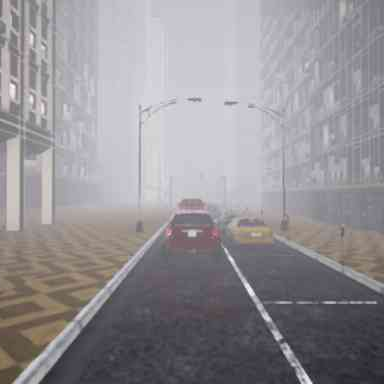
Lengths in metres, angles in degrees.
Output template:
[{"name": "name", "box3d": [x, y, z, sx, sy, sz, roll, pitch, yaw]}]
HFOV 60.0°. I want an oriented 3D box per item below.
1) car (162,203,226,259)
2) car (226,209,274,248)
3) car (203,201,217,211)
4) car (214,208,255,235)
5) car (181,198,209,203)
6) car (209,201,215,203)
[{"name": "car", "box3d": [0.019, 1.491, 13.417, 2.097, 1.767, 4.553, 0, -1, 0]}, {"name": "car", "box3d": [2.562, 1.687, 15.554, 1.752, 1.417, 4.829, 0, -1, 0]}, {"name": "car", "box3d": [2.556, 2.021, 48.861, 1.752, 1.417, 4.829, 0, -1, 0]}, {"name": "car", "box3d": [2.561, 1.767, 20.935, 2.008, 1.369, 4.403, 0, -1, 0]}, {"name": "car", "box3d": [0.005, 1.508, 27.568, 2.150, 2.045, 5.566, 0, 0, 0]}, {"name": "car", "box3d": [2.557, 1.984, 43.139, 1.887, 1.381, 4.507, 0, -1, 0]}]
